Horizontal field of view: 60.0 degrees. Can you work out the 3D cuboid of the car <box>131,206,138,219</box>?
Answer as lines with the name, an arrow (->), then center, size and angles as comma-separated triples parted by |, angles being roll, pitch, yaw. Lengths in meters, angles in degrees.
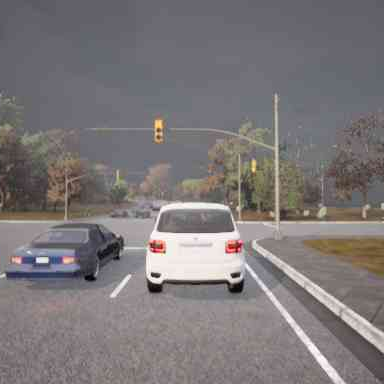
car -> -7.085, 3.141, 48.271 | 2.033, 1.411, 5.357 | 0, -2, 0

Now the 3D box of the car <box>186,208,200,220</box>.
car -> 0.104, 3.008, 45.328 | 1.837, 1.490, 4.892 | 0, -2, 0

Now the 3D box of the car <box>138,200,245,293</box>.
car -> 0.084, 1.315, 9.232 | 2.150, 2.045, 5.566 | 0, -1, 0

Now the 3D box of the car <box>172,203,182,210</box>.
car -> -3.494, 3.338, 77.434 | 1.994, 1.385, 4.181 | 0, 0, 0

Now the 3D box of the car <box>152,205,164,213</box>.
car -> -6.995, 3.442, 68.625 | 1.895, 1.301, 4.718 | 0, 0, 0

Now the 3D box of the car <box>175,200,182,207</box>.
car -> -3.587, 3.048, 87.497 | 1.882, 1.535, 5.008 | 0, 0, -3

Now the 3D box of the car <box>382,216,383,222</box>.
car -> 21.533, 2.488, 33.070 | 4.902, 1.511, 2.128 | 0, -3, -3

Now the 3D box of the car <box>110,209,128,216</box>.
car -> -10.582, 3.170, 48.652 | 1.994, 1.385, 4.181 | 0, -2, 0

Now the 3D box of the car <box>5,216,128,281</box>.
car -> -3.416, 1.659, 10.086 | 2.033, 1.411, 5.357 | 0, -1, 0
